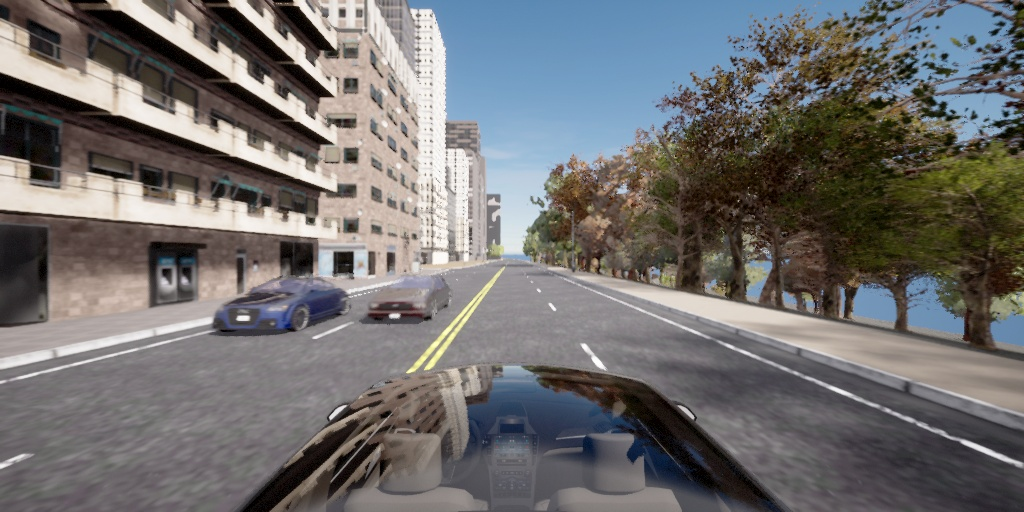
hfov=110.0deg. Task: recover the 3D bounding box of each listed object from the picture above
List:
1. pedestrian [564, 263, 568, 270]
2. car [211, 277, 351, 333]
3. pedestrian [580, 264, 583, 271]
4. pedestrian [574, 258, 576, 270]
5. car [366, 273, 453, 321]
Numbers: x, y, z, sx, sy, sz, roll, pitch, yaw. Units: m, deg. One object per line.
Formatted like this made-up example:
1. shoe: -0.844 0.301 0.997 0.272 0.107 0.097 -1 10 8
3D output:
1. pedestrian: 8.003 1.486 52.308 0.500 1.100 0.500 0 0 0
2. car: -6.602 1.351 10.803 1.994 1.385 4.181 0 0 0
3. pedestrian: 10.003 1.659 51.709 0.500 1.100 0.500 0 0 0
4. pedestrian: 9.003 1.100 51.107 0.375 1.860 0.375 0 0 0
5. car: -3.353 1.343 12.920 2.033 1.411 5.357 0 0 0
